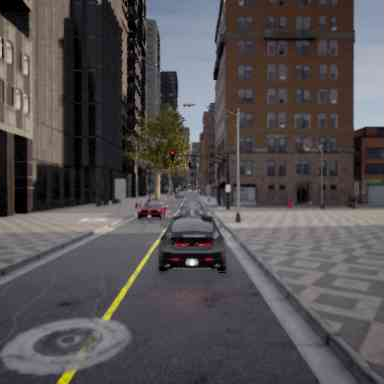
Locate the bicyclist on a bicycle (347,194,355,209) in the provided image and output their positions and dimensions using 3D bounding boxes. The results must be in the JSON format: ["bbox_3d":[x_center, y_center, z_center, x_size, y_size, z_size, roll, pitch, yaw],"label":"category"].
[{"bbox_3d":[17.478,1.058,36.632,0.582,1.620,1.656,0,0,0],"label":"bicyclist on a bicycle"}]

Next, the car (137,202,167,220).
[{"bbox_3d":[-3.092,1.441,26.405,1.895,1.301,4.718,0,0,0],"label":"car"}]

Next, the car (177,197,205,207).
[{"bbox_3d":[0.017,1.393,25.394,2.033,1.411,5.357,0,0,0],"label":"car"}]

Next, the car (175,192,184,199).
[{"bbox_3d":[-3.094,0.860,82.674,2.097,1.767,4.553,0,0,0],"label":"car"}]

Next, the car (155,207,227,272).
[{"bbox_3d":[0.032,1.441,10.499,1.837,1.490,4.892,0,0,1],"label":"car"}]
